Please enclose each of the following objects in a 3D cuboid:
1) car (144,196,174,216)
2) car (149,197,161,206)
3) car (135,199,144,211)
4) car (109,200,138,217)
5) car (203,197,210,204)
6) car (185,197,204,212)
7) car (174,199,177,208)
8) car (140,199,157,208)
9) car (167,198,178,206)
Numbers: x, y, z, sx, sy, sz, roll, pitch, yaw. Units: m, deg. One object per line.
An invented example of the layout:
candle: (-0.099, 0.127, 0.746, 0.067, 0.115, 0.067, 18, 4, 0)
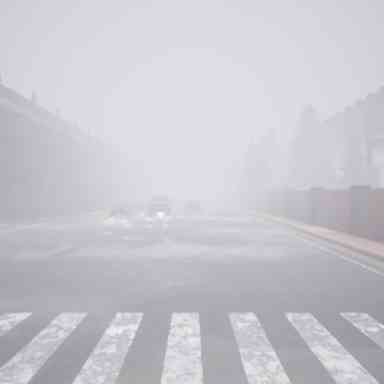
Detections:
car: (-3.427, 1.400, 35.524, 2.150, 2.045, 5.566, 0, 0, -1)
car: (-7.281, 1.805, 65.195, 1.882, 1.535, 5.008, 0, 0, -1)
car: (-7.046, 1.696, 43.577, 1.882, 1.535, 5.008, 0, 0, -1)
car: (-6.910, 1.767, 33.138, 1.895, 1.301, 4.718, 0, 0, -1)
car: (3.054, 1.861, 76.349, 1.882, 1.535, 5.008, 0, 0, -1)
car: (0.157, 1.717, 42.277, 1.837, 1.490, 4.892, 0, 0, -1)
car: (-3.571, 1.719, 45.402, 2.128, 1.511, 4.902, 0, 0, -1)
car: (-7.150, 1.823, 54.893, 2.033, 1.411, 5.357, 0, 0, 0)
car: (-3.771, 1.925, 64.540, 1.895, 1.301, 4.718, 0, 0, -1)
